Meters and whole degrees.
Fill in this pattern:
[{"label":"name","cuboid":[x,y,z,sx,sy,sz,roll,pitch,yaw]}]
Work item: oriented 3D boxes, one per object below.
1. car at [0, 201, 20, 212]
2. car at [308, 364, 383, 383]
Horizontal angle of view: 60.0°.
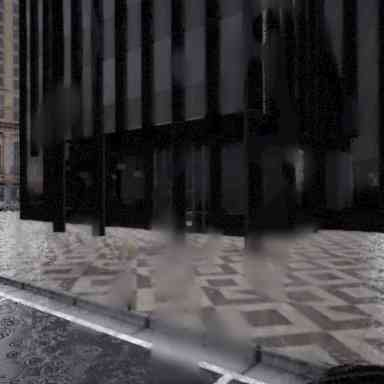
[{"label":"car","cuboid":[-23.516,1.915,43.913,1.994,1.385,4.181,0,0,35]},{"label":"car","cuboid":[2.379,1.553,1.263,4.313,1.339,1.947,-1,0,35]}]
